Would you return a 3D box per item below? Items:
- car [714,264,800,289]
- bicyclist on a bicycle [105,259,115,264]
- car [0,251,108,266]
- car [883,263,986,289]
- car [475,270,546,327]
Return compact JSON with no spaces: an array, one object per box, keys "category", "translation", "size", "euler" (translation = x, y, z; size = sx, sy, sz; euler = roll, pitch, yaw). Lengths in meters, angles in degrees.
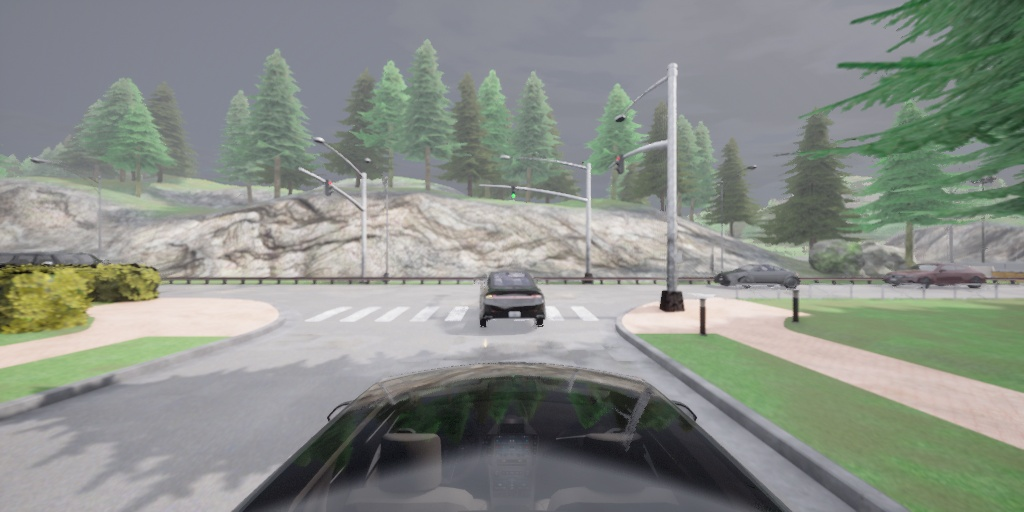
[{"category":"car","translation":[14.096,1.146,20.777],"size":[4.181,1.385,1.994],"euler":[0,0,0]},{"category":"bicyclist on a bicycle","translation":[-27.050,1.017,24.141],"size":[0.582,1.620,1.656],"euler":[0,1,0]},{"category":"car","translation":[-21.378,0.806,17.054],"size":[5.566,2.045,2.150],"euler":[0,0,0]},{"category":"car","translation":[24.399,1.108,20.751],"size":[4.674,1.442,1.812],"euler":[0,0,0]},{"category":"car","translation":[-0.144,1.201,11.543],"size":[2.128,1.511,4.902],"euler":[0,2,-5]}]
